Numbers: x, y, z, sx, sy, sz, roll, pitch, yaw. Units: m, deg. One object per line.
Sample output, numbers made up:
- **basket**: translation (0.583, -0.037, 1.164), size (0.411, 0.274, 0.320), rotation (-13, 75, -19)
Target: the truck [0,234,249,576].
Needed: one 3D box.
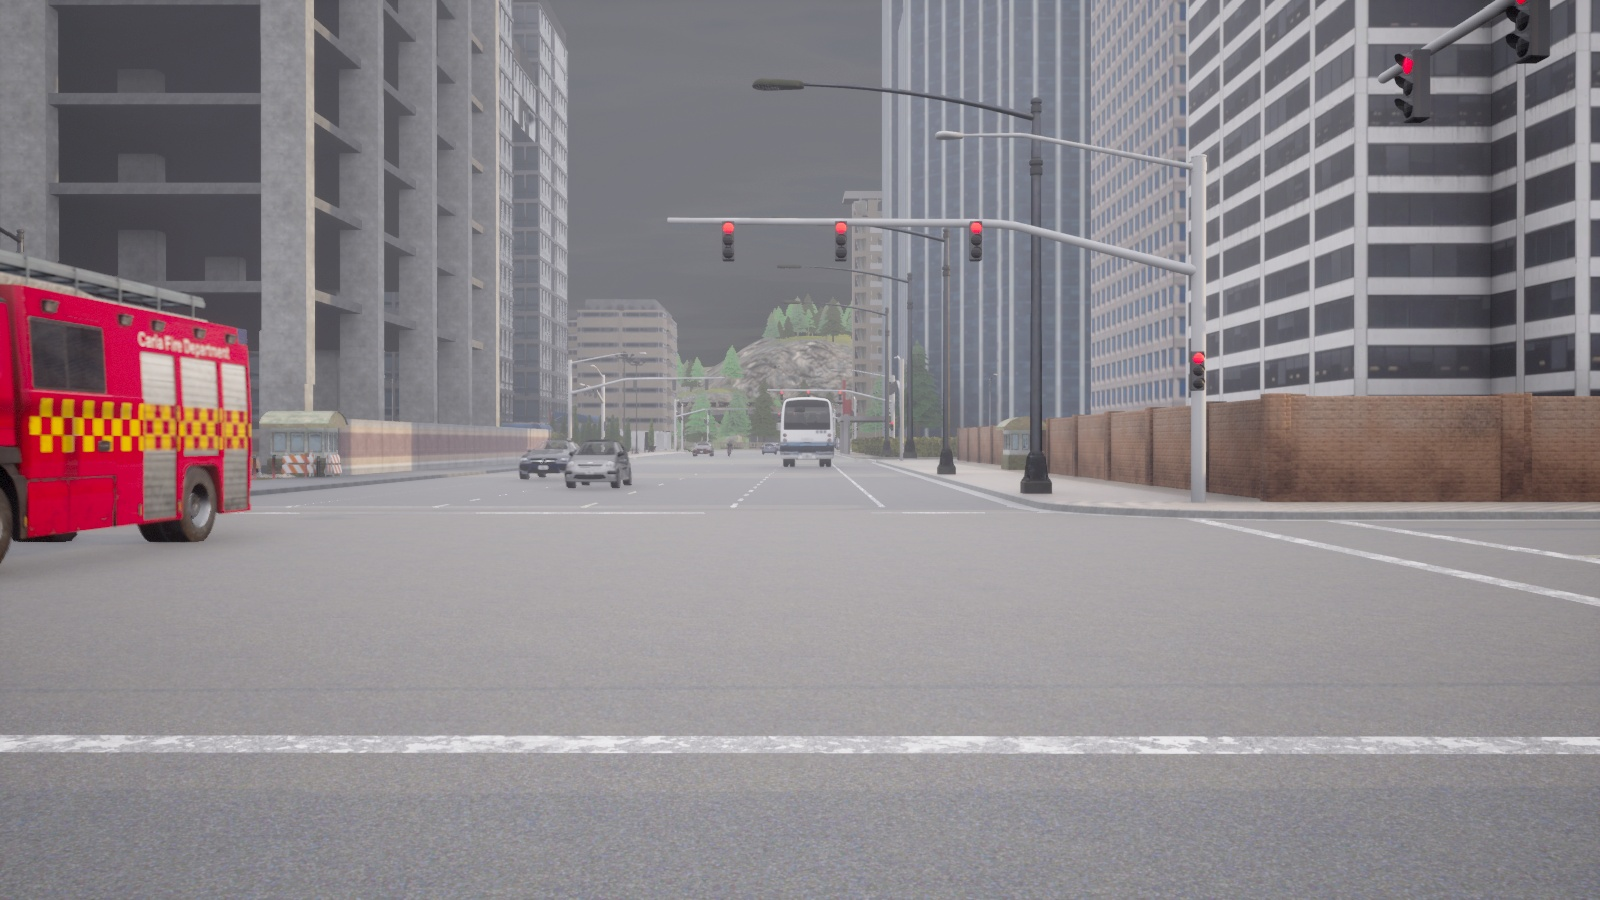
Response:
- **truck**: translation (-10.395, -0.517, 16.122), size (2.891, 3.827, 8.468), rotation (0, 0, 0)

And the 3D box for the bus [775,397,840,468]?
- **bus**: translation (0.462, -1.089, 81.360), size (3.944, 4.253, 10.273), rotation (0, 0, 0)

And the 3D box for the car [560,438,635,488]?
- **car**: translation (-6.753, 0.401, 42.212), size (1.851, 1.617, 3.988), rotation (0, 0, 0)

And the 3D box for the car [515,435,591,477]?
- **car**: translation (-10.198, 0.222, 52.301), size (2.152, 1.651, 5.027), rotation (0, 0, 0)
